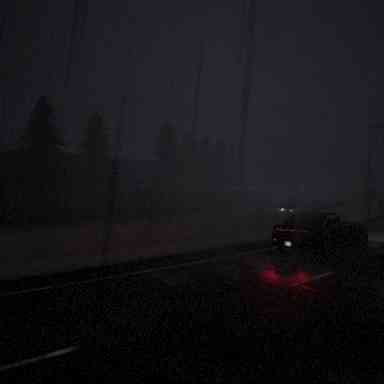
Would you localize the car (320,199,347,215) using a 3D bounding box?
[{"bbox_3d":[15.236,1.527,35.653,1.882,1.535,5.008,0,0,33],"label":"car"}]

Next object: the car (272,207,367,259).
[{"bbox_3d":[5.007,1.510,12.745,4.902,1.511,2.128,0,0,-42],"label":"car"}]
